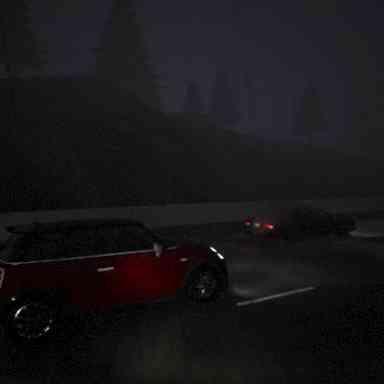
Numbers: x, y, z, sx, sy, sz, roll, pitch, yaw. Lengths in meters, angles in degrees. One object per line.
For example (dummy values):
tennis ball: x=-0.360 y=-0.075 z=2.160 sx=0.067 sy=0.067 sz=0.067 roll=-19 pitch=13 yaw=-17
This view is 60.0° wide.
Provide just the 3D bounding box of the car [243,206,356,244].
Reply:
car: x=4.773 y=1.326 z=14.528 sx=5.357 sy=1.411 sz=2.033 roll=-1 pitch=1 yaw=-30

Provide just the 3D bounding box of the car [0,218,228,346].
car: x=-1.488 y=1.293 z=6.489 sx=4.553 sy=1.767 sz=2.097 roll=-1 pitch=1 yaw=-34
